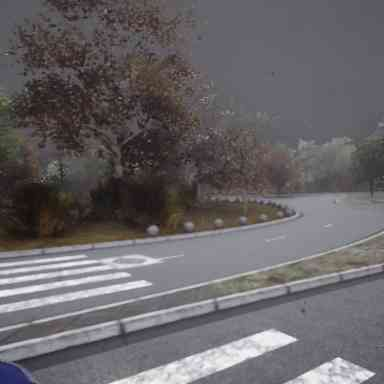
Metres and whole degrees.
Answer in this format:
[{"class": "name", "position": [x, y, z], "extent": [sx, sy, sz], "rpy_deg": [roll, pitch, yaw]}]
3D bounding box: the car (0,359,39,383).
[{"class": "car", "position": [-3.040, 1.512, 1.209], "extent": [4.674, 1.442, 1.812], "rpy_deg": [0, 0, -35]}]
